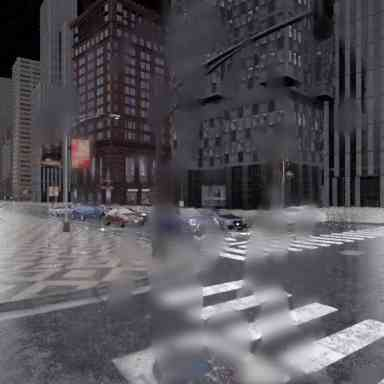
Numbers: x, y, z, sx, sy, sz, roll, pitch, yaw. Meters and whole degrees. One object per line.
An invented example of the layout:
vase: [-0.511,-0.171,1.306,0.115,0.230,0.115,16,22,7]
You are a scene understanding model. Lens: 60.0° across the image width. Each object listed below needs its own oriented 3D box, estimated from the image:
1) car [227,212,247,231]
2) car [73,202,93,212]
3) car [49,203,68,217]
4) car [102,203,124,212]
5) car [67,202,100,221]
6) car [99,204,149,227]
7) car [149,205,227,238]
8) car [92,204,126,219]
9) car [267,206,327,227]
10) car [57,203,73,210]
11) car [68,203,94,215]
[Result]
car: [1.691,1.861,22.312,1.994,1.385,4.181,0,-1,-36]
car: [-18.586,2.549,56.472,1.837,1.490,4.892,0,-1,-36]
car: [-16.697,2.417,42.417,1.895,1.301,4.718,0,-1,-35]
car: [-12.897,2.540,54.121,1.895,1.301,4.718,0,-1,-36]
car: [-10.928,2.103,34.326,1.882,1.535,5.008,0,-1,-36]
car: [-5.534,1.976,26.808,1.812,1.442,4.674,0,-1,-36]
car: [-0.383,1.636,19.594,2.097,1.767,4.553,0,-1,-35]
car: [-9.552,2.153,37.984,2.128,1.511,4.902,0,-1,-36]
car: [7.850,1.789,25.137,1.812,1.442,4.674,0,-1,-36]
car: [-24.986,2.851,65.388,1.895,1.301,4.718,0,-1,-36]
car: [-15.589,2.353,46.477,2.128,1.511,4.902,0,-1,-35]
